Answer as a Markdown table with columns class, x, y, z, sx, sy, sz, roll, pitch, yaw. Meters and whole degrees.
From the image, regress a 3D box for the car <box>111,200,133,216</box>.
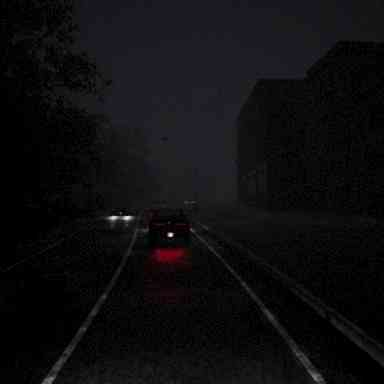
| class | x | y | z | sx | sy | sz | roll | pitch | yaw |
| --- | --- | --- | --- | --- | --- | --- | --- | --- | --- |
| car | -6.709 | 1.501 | 32.423 | 2.033 | 1.411 | 5.357 | 0 | 0 | -7 |

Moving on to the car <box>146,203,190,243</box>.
| class | x | y | z | sx | sy | sz | roll | pitch | yaw |
| --- | --- | --- | --- | --- | --- | --- | --- | --- | --- |
| car | -1.185 | 1.534 | 16.364 | 1.837 | 1.490 | 4.892 | 1 | 0 | -7 |

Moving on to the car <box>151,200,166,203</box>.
| class | x | y | z | sx | sy | sz | roll | pitch | yaw |
| --- | --- | --- | --- | --- | --- | --- | --- | --- | --- |
| car | -3.742 | 1.551 | 37.822 | 1.895 | 1.301 | 4.718 | 0 | 0 | -4 |

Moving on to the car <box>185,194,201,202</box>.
| class | x | y | z | sx | sy | sz | roll | pitch | yaw |
| --- | --- | --- | --- | --- | --- | --- | --- | --- | --- |
| car | 0.226 | 1.143 | 73.342 | 2.097 | 1.767 | 4.553 | -3 | -1 | 27 |
